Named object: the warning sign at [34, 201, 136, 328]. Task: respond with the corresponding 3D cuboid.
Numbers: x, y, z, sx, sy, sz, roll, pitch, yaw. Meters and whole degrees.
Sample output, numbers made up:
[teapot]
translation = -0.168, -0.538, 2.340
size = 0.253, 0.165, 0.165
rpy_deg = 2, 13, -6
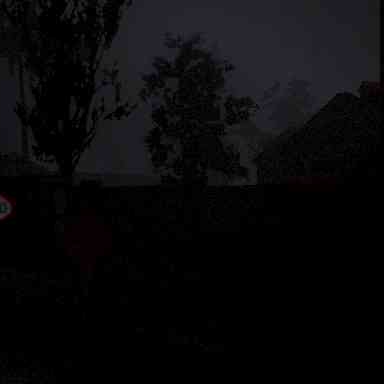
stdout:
[warning sign]
translation = -1.852, 1.116, 5.854
size = 1.060, 1.860, 1.300
rpy_deg = -1, 0, 35
